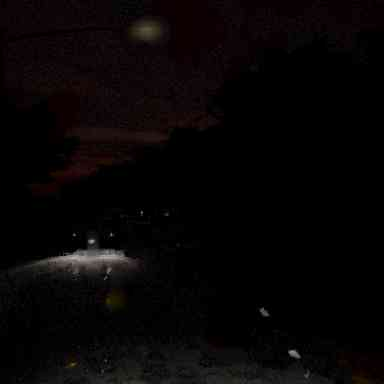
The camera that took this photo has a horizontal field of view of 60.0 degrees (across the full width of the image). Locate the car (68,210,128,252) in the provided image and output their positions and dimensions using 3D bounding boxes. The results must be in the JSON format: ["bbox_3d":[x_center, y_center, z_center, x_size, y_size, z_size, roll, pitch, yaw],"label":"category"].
[{"bbox_3d":[-3.899,1.665,14.343,1.994,1.385,4.181,0,-1,-5],"label":"car"}]

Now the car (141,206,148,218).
[{"bbox_3d":[-5.195,2.423,41.014,1.994,1.385,4.181,0,-2,-14],"label":"car"}]

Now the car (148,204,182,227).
[{"bbox_3d":[-2.055,1.669,25.383,2.097,1.767,4.553,0,-1,-9],"label":"car"}]

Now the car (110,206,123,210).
[{"bbox_3d":[-12.569,3.028,54.944,2.128,1.511,4.902,1,-3,-19],"label":"car"}]
